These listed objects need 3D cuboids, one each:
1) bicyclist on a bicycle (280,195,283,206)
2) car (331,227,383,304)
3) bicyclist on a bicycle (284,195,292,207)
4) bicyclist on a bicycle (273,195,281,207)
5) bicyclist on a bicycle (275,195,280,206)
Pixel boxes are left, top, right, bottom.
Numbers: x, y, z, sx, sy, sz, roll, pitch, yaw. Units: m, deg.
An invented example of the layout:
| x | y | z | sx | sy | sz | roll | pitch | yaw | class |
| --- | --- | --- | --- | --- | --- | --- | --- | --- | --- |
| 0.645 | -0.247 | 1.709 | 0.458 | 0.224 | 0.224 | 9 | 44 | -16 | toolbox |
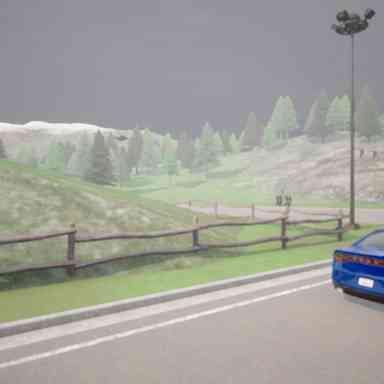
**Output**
| x | y | z | sx | sy | sz | roll | pitch | yaw | class |
| --- | --- | --- | --- | --- | --- | --- | --- | --- | --- |
| 13.412 | 1.249 | 47.174 | 0.582 | 1.620 | 1.656 | 0 | 0 | 35 | bicyclist on a bicycle |
| 5.171 | 1.466 | 7.349 | 5.008 | 1.535 | 1.882 | 0 | 0 | -34 | car |
| 13.777 | 1.249 | 46.918 | 0.582 | 1.620 | 1.656 | 0 | 0 | 35 | bicyclist on a bicycle |
| 12.312 | 1.250 | 47.933 | 0.582 | 1.620 | 1.656 | 0 | 0 | 34 | bicyclist on a bicycle |
| 12.679 | 1.249 | 47.681 | 0.582 | 1.620 | 1.656 | 0 | 0 | 35 | bicyclist on a bicycle |
